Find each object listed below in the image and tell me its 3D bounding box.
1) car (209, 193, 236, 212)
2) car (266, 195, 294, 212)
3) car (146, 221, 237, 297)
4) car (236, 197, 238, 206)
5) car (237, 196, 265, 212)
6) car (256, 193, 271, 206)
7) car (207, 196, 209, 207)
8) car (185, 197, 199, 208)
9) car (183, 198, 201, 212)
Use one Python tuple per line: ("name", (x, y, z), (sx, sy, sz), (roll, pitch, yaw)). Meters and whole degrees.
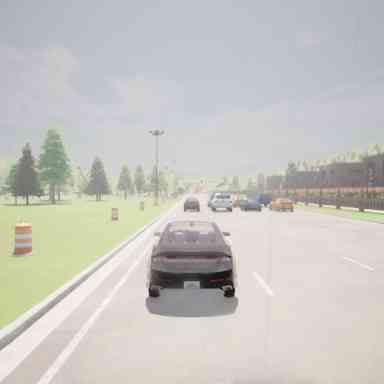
("car", (3.475, 1.215, 39.176), (2.150, 2.045, 5.566), (0, 0, 0))
("car", (10.476, 1.471, 39.150), (1.882, 1.535, 5.008), (0, 0, 0))
("car", (-0.006, 1.491, 8.531), (2.128, 1.511, 4.902), (0, 0, 0))
("car", (6.969, 1.469, 49.568), (1.882, 1.535, 5.008), (0, 0, 0))
("car", (6.975, 1.557, 39.565), (1.994, 1.385, 4.181), (0, 0, 0))
("car", (10.469, 1.213, 49.600), (2.150, 2.045, 5.566), (0, 0, 0))
("car", (3.469, 1.213, 49.596), (2.150, 2.045, 5.566), (0, 0, 0))
("car", (-0.031, 1.539, 49.563), (2.033, 1.411, 5.357), (0, 0, 0))
("car", (-0.024, 1.485, 39.143), (2.128, 1.511, 4.902), (0, 0, 0))
